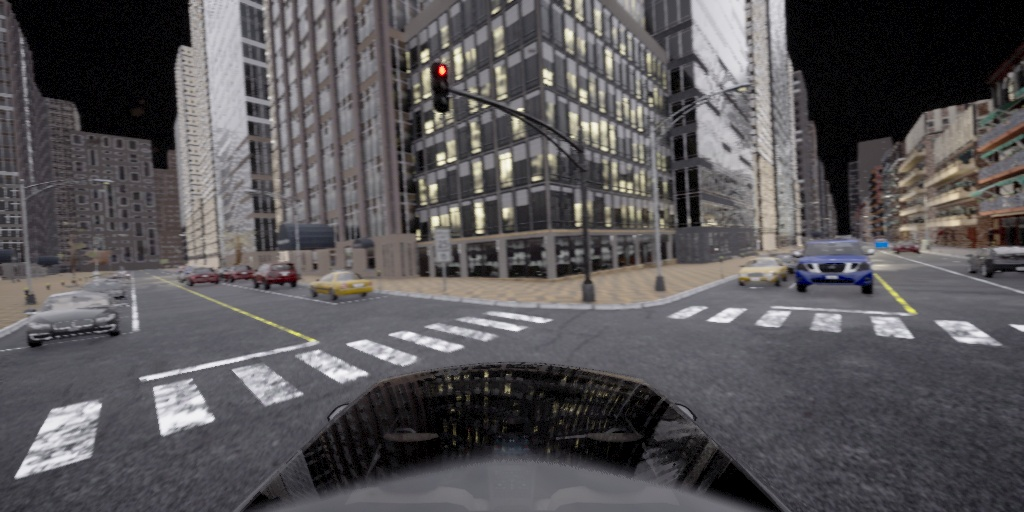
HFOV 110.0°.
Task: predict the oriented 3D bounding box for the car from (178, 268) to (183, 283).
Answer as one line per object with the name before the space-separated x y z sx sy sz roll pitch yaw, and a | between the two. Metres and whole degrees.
car | -36.617 2.301 40.830 5.357 1.411 2.033 -2 2 43

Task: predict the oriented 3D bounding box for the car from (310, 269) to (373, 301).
car | -8.761 1.367 18.233 4.829 1.417 1.751 0 0 43

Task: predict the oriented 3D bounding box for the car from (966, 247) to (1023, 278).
car | 22.668 0.217 16.487 2.007 1.370 4.403 0 0 43

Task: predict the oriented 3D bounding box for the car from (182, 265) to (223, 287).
car | -29.768 1.901 34.422 4.553 1.767 2.097 -2 2 44

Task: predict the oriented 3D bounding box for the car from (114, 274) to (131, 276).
car | -27.234 2.195 24.208 4.403 1.370 2.007 0 0 43

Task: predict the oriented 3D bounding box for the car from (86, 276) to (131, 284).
car | -23.130 2.088 20.337 4.313 1.339 1.948 0 0 43

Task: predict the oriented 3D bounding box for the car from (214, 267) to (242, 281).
car | -33.368 2.067 42.079 4.892 1.490 1.837 -2 2 43

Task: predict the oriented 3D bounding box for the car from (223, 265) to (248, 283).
car | -28.287 1.766 37.228 4.553 1.767 2.097 -2 2 43

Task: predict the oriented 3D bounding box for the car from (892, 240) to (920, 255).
car | 45.575 -1.024 41.488 1.967 1.591 4.097 0 0 43

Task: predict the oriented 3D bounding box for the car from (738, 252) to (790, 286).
car | 12.565 0.640 17.860 1.751 1.417 4.829 0 0 43

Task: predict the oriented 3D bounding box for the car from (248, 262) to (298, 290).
car | -17.424 1.418 26.459 5.009 1.841 2.192 0 0 43

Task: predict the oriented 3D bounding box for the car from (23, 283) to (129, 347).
car | -13.365 1.780 11.159 4.403 1.370 2.007 0 0 43

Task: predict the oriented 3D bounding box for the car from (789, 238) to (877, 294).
car | 13.282 0.319 14.857 2.150 2.045 5.566 -2 0 43
